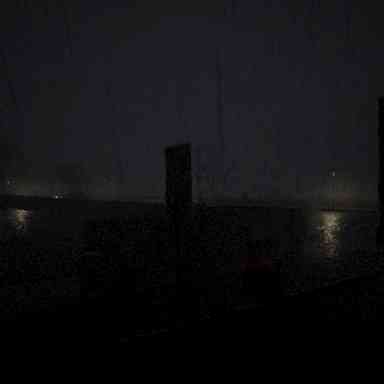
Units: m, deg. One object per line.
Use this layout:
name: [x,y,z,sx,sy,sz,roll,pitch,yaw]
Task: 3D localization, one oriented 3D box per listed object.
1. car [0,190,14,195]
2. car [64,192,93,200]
car: [-33.500,0.409,59.602,1.882,1.535,5.008,-2,2,-45]
car: [-13.824,0.821,40.426,4.553,1.767,2.097,1,2,43]
